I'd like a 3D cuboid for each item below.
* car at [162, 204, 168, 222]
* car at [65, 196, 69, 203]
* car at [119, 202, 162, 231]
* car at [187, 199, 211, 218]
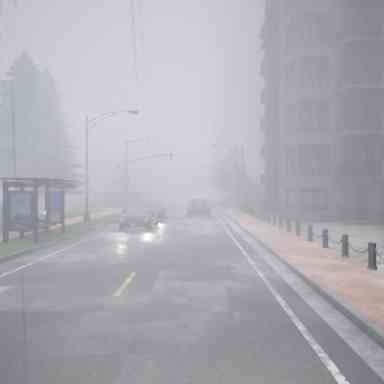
[{"bbox_3d":[-3.027,1.591,27.071,1.812,1.442,4.674,0,0,1],"label":"car"},{"bbox_3d":[-23.927,1.225,60.067,1.932,1.855,4.605,0,0,0],"label":"car"},{"bbox_3d":[-3.230,1.548,20.844,1.812,1.442,4.674,0,0,1],"label":"car"},{"bbox_3d":[0.647,1.386,30.930,2.097,1.767,4.553,0,0,1],"label":"car"}]
